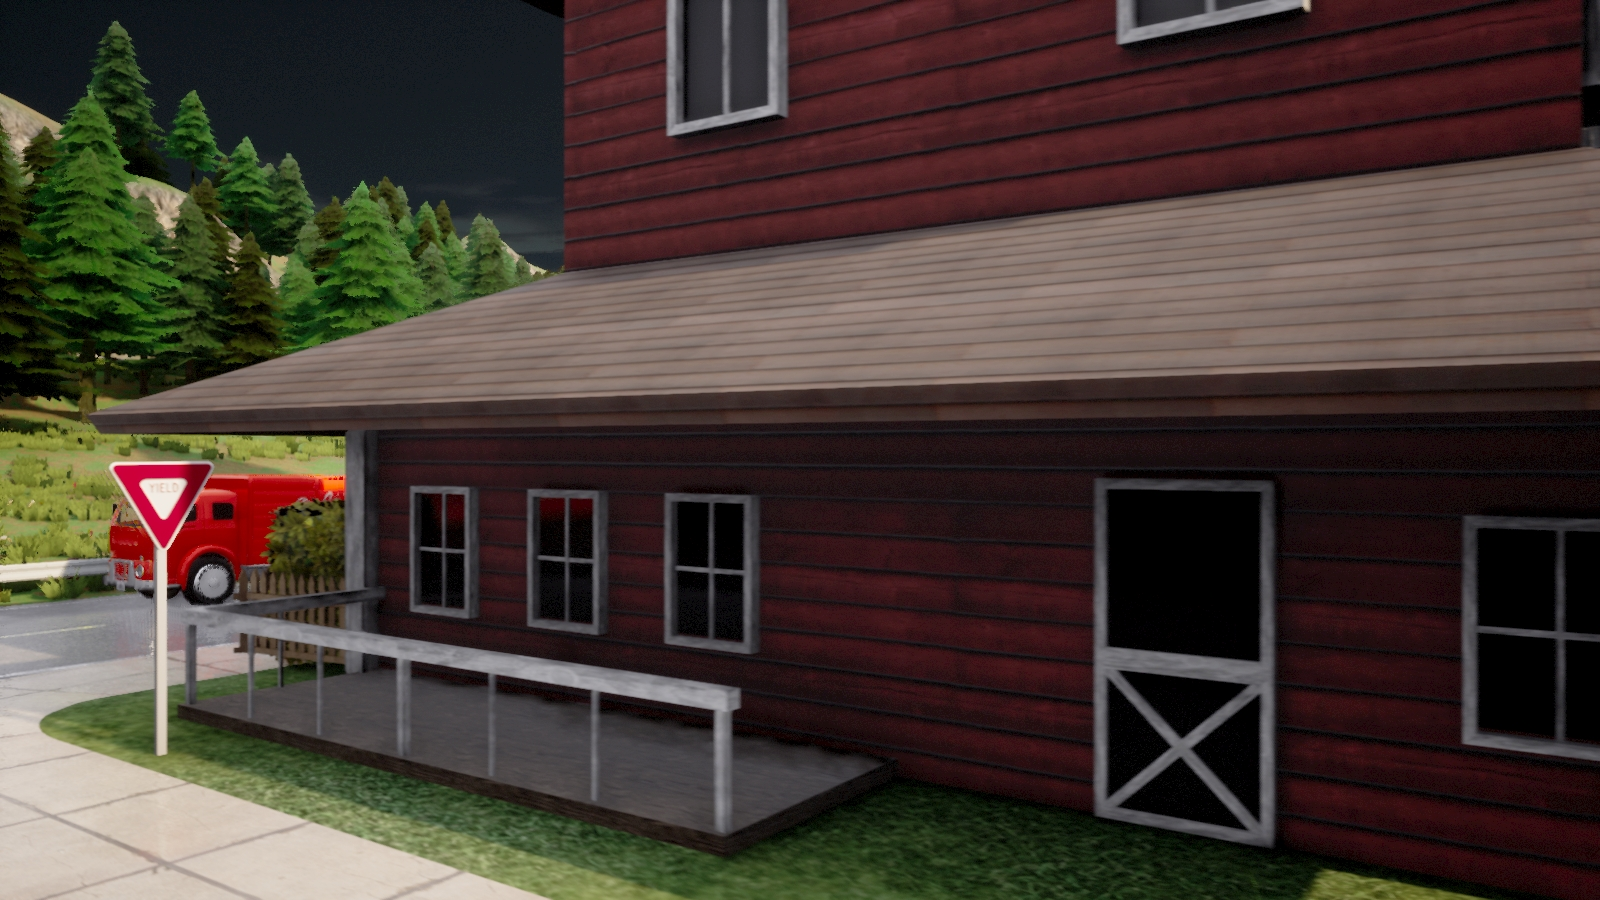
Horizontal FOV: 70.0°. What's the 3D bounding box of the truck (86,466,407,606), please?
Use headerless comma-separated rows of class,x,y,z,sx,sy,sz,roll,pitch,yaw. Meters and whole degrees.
truck,-11.017,1.580,23.142,2.627,2.467,5.204,0,-1,35
